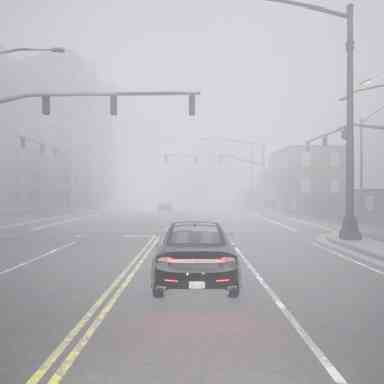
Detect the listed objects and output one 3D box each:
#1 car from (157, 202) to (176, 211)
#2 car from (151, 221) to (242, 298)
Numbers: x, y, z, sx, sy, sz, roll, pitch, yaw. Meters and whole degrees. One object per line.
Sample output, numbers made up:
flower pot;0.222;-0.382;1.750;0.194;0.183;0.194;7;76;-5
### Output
car;-3.607;2.055;45.461;1.994;1.385;4.181;0;-4;0
car;0.073;1.492;8.525;2.128;1.511;4.902;0;0;0
